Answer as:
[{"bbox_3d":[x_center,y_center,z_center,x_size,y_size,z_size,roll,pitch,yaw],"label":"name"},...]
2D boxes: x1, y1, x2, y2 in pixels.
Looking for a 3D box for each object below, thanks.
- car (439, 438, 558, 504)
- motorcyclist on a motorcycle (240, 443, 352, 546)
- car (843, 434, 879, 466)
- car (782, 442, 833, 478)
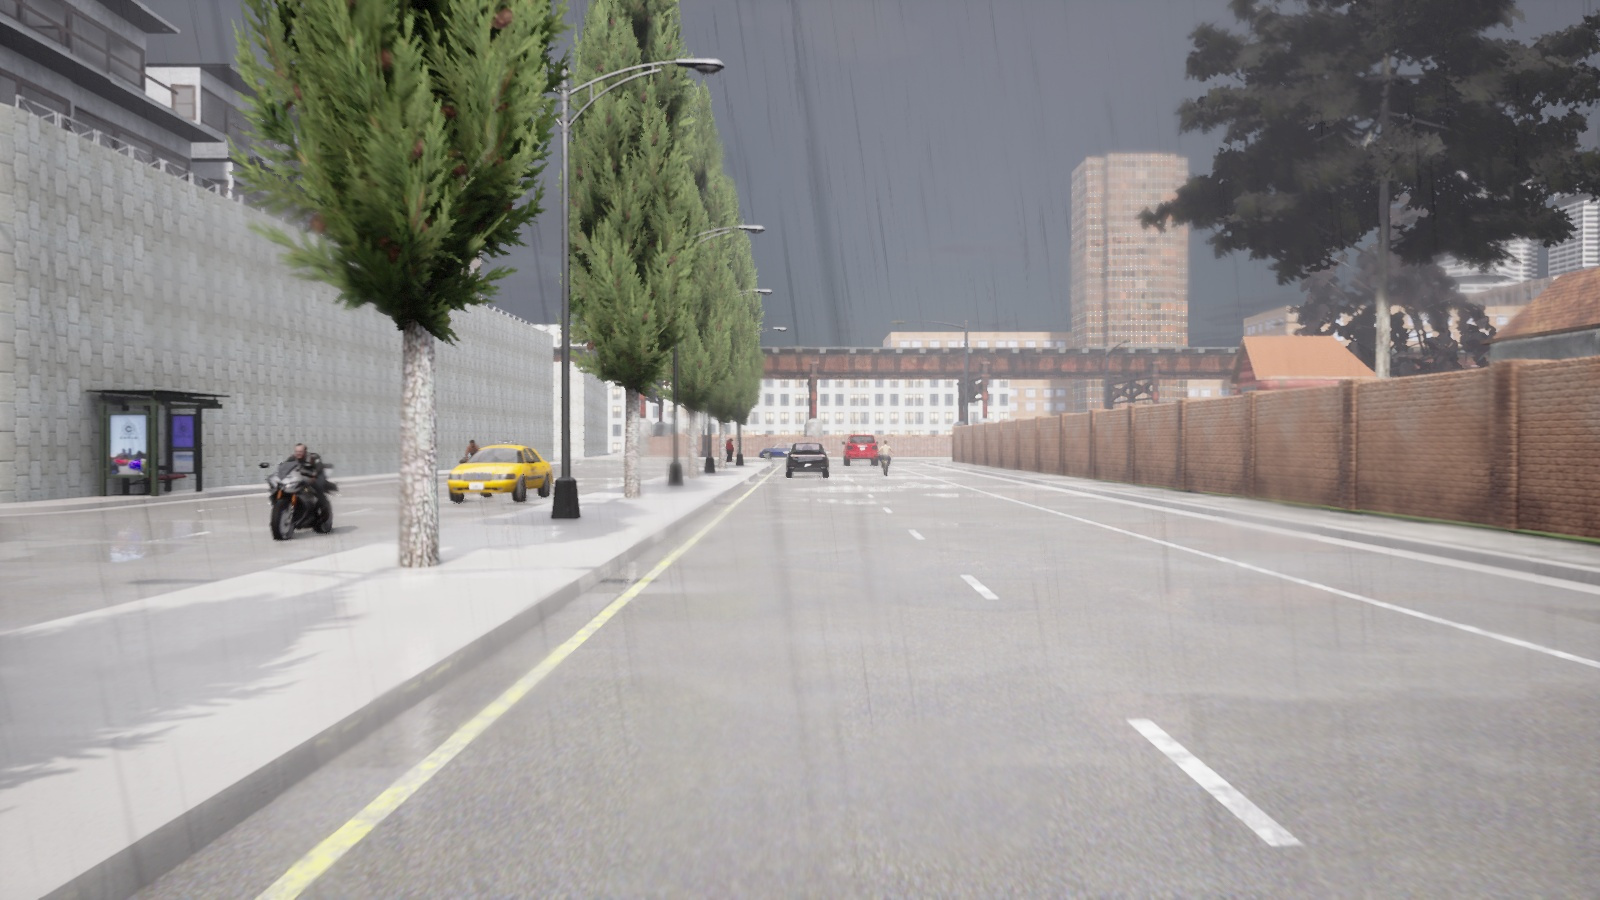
[{"bbox_3d":[-7.797,0.493,33.023,1.801,1.575,5.366,0,0,0],"label":"car"},{"bbox_3d":[-7.872,0.659,19.723,0.866,1.530,2.191,0,0,0],"label":"motorcyclist on a motorcycle"},{"bbox_3d":[3.985,0.004,82.493,2.150,2.045,5.566,0,0,0],"label":"car"},{"bbox_3d":[0.329,0.392,55.135,2.128,1.511,4.902,0,0,0],"label":"car"}]
